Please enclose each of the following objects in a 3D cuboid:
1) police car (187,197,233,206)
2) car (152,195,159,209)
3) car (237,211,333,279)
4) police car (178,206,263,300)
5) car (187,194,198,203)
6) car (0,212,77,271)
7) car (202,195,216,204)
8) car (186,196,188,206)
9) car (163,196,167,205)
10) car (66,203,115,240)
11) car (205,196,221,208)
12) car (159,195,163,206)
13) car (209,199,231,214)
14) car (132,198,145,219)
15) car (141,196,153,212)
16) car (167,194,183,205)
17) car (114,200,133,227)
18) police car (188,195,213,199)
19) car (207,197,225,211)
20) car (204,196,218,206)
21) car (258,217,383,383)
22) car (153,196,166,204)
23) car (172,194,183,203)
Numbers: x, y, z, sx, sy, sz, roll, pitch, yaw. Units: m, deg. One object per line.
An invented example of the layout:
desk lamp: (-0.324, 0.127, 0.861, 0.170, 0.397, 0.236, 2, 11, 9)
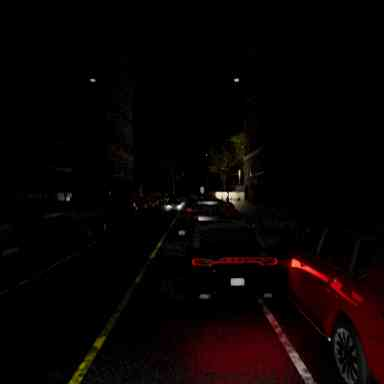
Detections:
police car: (0.864, 1.314, 18.514, 1.930, 1.638, 5.238, 0, 0, 0)
car: (-5.304, 1.218, 38.157, 1.967, 1.590, 4.097, 0, 0, 0)
car: (2.655, 1.461, 10.720, 1.752, 1.417, 4.829, 0, 0, 0)
police car: (0.693, 1.374, 8.479, 1.930, 1.638, 5.238, 0, 0, -3)
car: (0.134, 1.192, 59.776, 1.812, 1.442, 4.674, 0, 0, 0)
car: (-5.366, 1.518, 10.565, 1.802, 1.307, 4.206, 0, 0, 0)
car: (2.759, 1.258, 54.697, 1.947, 1.339, 4.313, 0, 0, 0)
car: (0.105, 1.340, 45.617, 1.895, 1.301, 4.718, 0, 0, 0)
car: (-5.279, 1.161, 49.195, 1.967, 1.590, 4.097, 0, 0, 0)
car: (-5.354, 1.455, 16.084, 2.008, 1.369, 4.403, 0, 0, 0)
car: (2.734, 1.294, 43.661, 1.887, 1.381, 4.507, 0, 0, 0)
car: (-5.292, 1.276, 43.506, 1.752, 1.417, 4.829, 0, 0, 0)
car: (2.709, 1.389, 32.624, 1.802, 1.307, 4.206, 0, 0, 0)
car: (-5.328, 1.405, 27.121, 1.947, 1.339, 4.313, 0, 0, 0)
car: (-5.316, 1.358, 32.639, 2.008, 1.369, 4.403, 0, 0, 0)
car: (-2.710, 1.066, 50.349, 2.097, 1.767, 4.553, 0, 0, 0)
car: (-5.341, 1.416, 21.602, 1.887, 1.381, 4.507, 0, 0, 0)
police car: (0.878, 1.279, 24.514, 1.930, 1.638, 5.238, 0, 0, 0)
car: (2.722, 1.302, 38.313, 1.752, 1.417, 4.829, 0, 0, 0)
car: (2.747, 1.303, 49.179, 1.802, 1.307, 4.206, 0, 0, 0)
car: (2.646, 1.284, 5.033, 2.192, 1.841, 5.009, 0, 0, 0)
car: (-5.266, 1.275, 54.714, 1.802, 1.307, 4.206, 0, 0, 0)
car: (-2.615, 1.172, 60.414, 1.837, 1.490, 4.892, 0, 0, 0)
